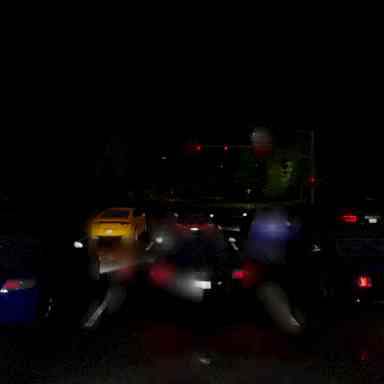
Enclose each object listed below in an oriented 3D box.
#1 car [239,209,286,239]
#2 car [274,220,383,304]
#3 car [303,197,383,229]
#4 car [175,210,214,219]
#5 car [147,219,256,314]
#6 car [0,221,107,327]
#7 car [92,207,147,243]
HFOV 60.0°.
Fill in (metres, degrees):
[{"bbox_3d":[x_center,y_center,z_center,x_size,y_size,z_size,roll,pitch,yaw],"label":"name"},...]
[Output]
[{"bbox_3d":[3.604,1.564,16.822,1.994,1.385,4.181,0,0,0],"label":"car"},{"bbox_3d":[3.602,1.601,8.065,1.895,1.301,4.718,0,0,0],"label":"car"},{"bbox_3d":[7.104,1.222,15.747,2.150,2.045,5.566,0,0,0],"label":"car"},{"bbox_3d":[0.104,1.564,16.117,1.994,1.385,4.181,0,0,0],"label":"car"},{"bbox_3d":[0.116,1.564,7.713,1.994,1.385,4.181,0,0,-1],"label":"car"},{"bbox_3d":[-3.401,1.564,7.038,1.994,1.385,4.181,0,0,0],"label":"car"},{"bbox_3d":[-3.397,1.477,16.183,1.882,1.535,5.008,0,0,0],"label":"car"}]
